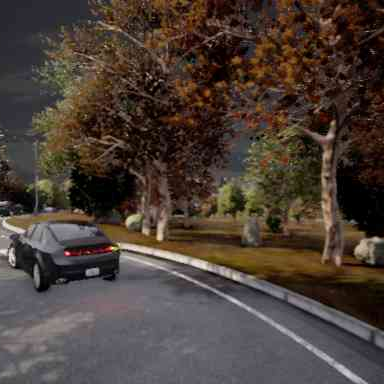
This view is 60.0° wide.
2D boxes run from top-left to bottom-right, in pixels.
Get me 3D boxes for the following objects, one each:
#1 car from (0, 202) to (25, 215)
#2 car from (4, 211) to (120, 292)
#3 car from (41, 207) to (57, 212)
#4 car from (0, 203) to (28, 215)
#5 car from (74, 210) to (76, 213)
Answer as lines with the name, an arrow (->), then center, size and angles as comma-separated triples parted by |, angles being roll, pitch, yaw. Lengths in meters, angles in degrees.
car -> -19.360, 1.789, 34.952 | 1.837, 1.490, 4.892 | -1, -2, -7
car -> -3.660, 1.513, 9.186 | 1.837, 1.490, 4.892 | 0, 0, -38
car -> -25.618, 3.473, 59.829 | 1.812, 1.442, 4.674 | 0, -5, -5
car -> -24.157, 2.283, 44.698 | 2.128, 1.511, 4.902 | 0, -3, -6
car -> -23.023, 4.021, 69.296 | 2.097, 1.767, 4.553 | 0, -5, -6
